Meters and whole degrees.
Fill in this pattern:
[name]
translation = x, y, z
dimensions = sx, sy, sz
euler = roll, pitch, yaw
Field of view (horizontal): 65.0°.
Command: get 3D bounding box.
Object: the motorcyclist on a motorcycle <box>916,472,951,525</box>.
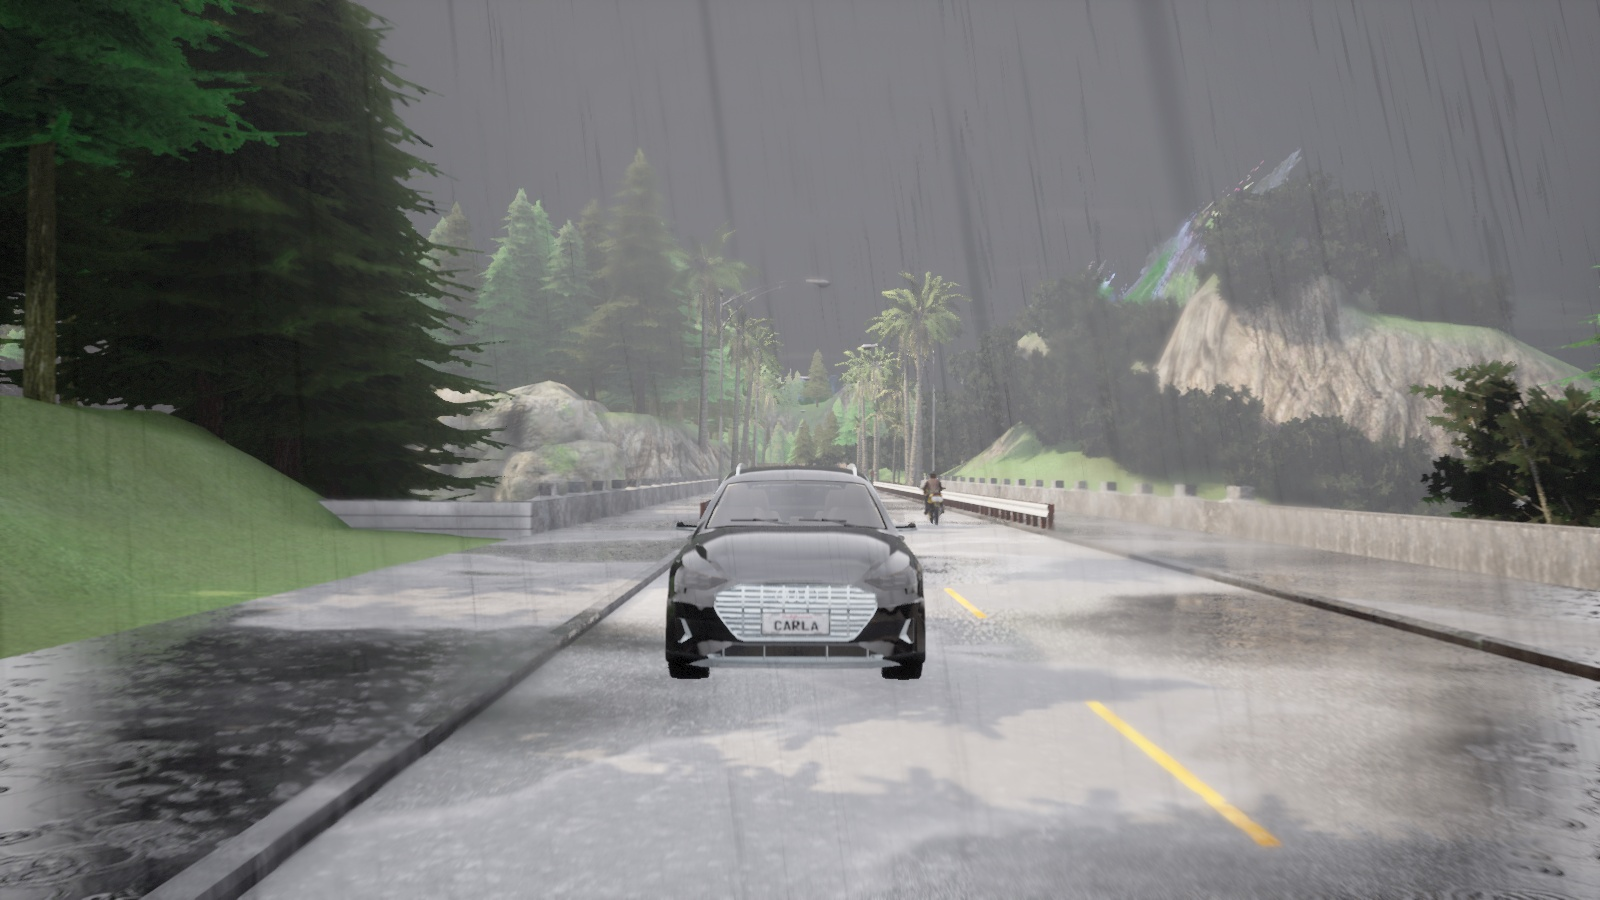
[motorcyclist on a motorcycle]
translation = 3.918, 1.401, 37.057
dimensions = 0.797, 1.523, 2.044
euler = 0, -1, 0

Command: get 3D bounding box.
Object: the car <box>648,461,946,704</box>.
[car]
translation = -0.027, 0.928, 11.045
dimensions = 2.033, 1.649, 4.856
euler = 0, 0, 0
